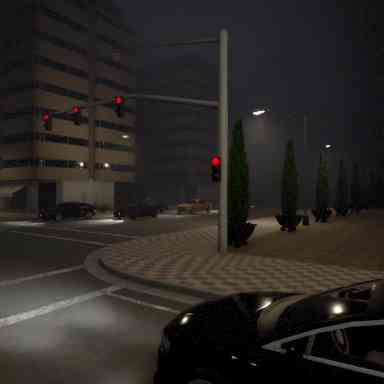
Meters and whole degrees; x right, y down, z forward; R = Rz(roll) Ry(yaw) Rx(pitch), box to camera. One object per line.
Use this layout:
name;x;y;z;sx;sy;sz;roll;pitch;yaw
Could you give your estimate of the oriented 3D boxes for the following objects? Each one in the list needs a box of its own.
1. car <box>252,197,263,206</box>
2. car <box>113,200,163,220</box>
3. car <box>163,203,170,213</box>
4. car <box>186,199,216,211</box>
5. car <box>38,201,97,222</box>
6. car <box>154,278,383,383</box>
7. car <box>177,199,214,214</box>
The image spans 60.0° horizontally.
car;10.377;1.620;56.505;1.994;1.385;4.181;0;0;36
car;-4.837;1.619;29.058;1.994;1.385;4.181;0;0;35
car;-4.593;1.603;35.470;2.033;1.411;5.357;0;0;35
car;1.200;1.619;43.658;1.994;1.385;4.181;0;0;35
car;-10.212;1.560;27.513;1.837;1.490;4.892;0;0;35
car;1.853;1.492;2.652;4.902;1.511;2.128;0;0;36
car;0.311;1.533;36.346;1.882;1.535;5.008;0;0;35
